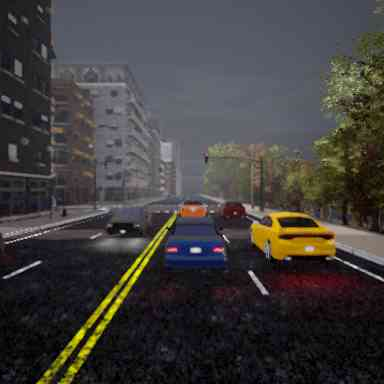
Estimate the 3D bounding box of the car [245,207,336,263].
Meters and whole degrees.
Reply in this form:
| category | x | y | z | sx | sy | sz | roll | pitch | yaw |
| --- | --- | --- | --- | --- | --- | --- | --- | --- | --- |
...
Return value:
| category | x | y | z | sx | sy | sz | roll | pitch | yaw |
| --- | --- | --- | --- | --- | --- | --- | --- | --- | --- |
| car | 3.345 | 1.470 | 11.922 | 1.882 | 1.535 | 5.008 | 0 | 0 | 0 |

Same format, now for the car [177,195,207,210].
| category | x | y | z | sx | sy | sz | roll | pitch | yaw |
| --- | --- | --- | --- | --- | --- | --- | --- | --- | --- |
| car | 0.094 | 1.340 | 27.023 | 2.097 | 1.767 | 4.553 | 0 | 0 | 0 |

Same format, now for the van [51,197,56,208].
| category | x | y | z | sx | sy | sz | roll | pitch | yaw |
| --- | --- | --- | --- | --- | --- | --- | --- | --- | --- |
| van | -22.728 | 1.586 | 50.474 | 3.998 | 1.788 | 1.690 | -1 | 1 | -1 |

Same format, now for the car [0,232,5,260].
| category | x | y | z | sx | sy | sz | roll | pitch | yaw |
| --- | --- | --- | --- | --- | --- | --- | --- | --- | --- |
| car | -6.599 | 1.501 | 8.193 | 1.837 | 1.490 | 4.892 | 0 | 0 | 0 |

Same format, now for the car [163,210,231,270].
| category | x | y | z | sx | sy | sz | roll | pitch | yaw |
| --- | --- | --- | --- | --- | --- | --- | --- | --- | --- |
| car | 0.097 | 1.540 | 11.016 | 2.033 | 1.411 | 5.357 | 0 | 0 | 0 |

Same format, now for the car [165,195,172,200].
| category | x | y | z | sx | sy | sz | roll | pitch | yaw |
| --- | --- | --- | --- | --- | --- | --- | --- | --- | --- |
| car | -6.496 | 1.478 | 92.636 | 1.882 | 1.535 | 5.008 | 0 | 0 | 0 |

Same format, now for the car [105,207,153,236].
| category | x | y | z | sx | sy | sz | roll | pitch | yaw |
| --- | --- | --- | --- | --- | --- | --- | --- | --- | --- |
| car | -3.345 | 1.538 | 18.756 | 2.033 | 1.411 | 5.357 | 0 | 0 | 0 |

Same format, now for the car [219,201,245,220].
| category | x | y | z | sx | sy | sz | roll | pitch | yaw |
| --- | --- | --- | --- | --- | --- | --- | --- | --- | --- |
| car | 3.348 | 1.465 | 28.016 | 1.882 | 1.535 | 5.008 | 0 | 0 | 0 |
